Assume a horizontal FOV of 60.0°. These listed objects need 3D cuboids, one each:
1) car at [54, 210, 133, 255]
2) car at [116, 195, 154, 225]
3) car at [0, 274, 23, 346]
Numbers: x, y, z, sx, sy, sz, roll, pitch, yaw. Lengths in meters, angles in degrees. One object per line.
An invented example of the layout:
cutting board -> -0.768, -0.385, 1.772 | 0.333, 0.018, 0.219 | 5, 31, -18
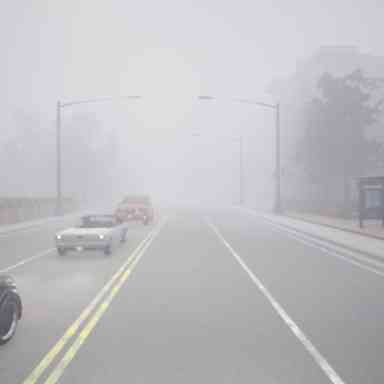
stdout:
car -> -3.852, 1.614, 13.492 | 1.895, 1.301, 4.718 | 0, 0, -1
car -> -4.066, 1.231, 24.262 | 2.150, 2.045, 5.566 | 0, 0, -1
car -> -3.639, 1.581, 3.555 | 1.994, 1.385, 4.181 | 0, 0, -1
